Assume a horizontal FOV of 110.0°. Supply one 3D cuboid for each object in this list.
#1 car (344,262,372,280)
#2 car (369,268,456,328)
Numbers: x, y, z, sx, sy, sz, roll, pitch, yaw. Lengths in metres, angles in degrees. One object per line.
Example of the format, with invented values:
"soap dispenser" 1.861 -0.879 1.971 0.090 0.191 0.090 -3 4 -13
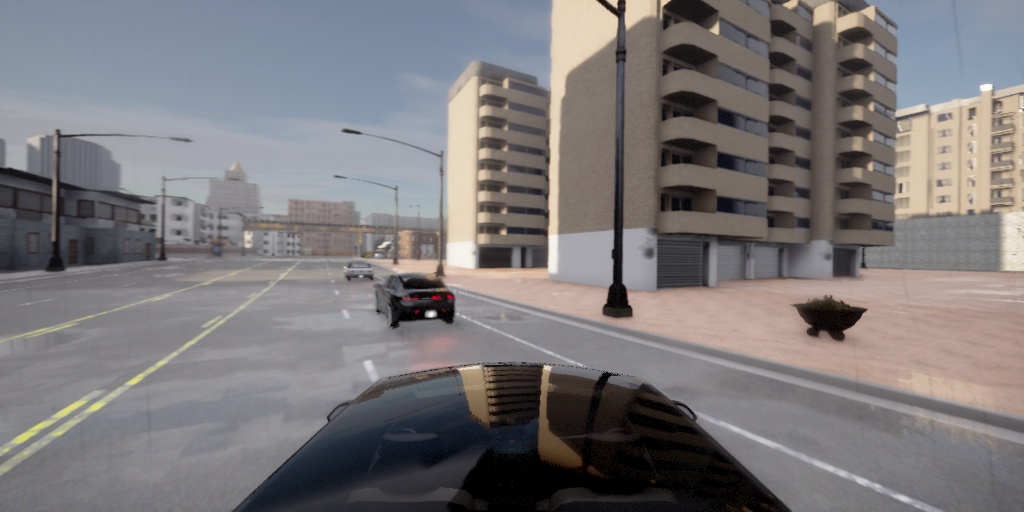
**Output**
"car" -12.060 1.123 28.138 1.895 1.301 4.718 1 1 -28
"car" -3.330 1.307 11.842 1.837 1.490 4.892 1 0 -28
